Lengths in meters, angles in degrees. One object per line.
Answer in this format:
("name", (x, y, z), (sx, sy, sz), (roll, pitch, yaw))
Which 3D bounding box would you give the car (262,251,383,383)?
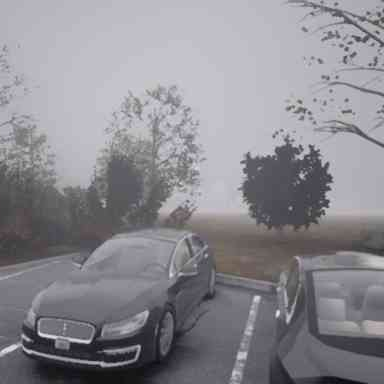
("car", (1.957, 1.485, 4.099), (2.231, 1.521, 4.892), (0, -1, 16))

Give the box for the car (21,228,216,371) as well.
("car", (-0.798, 1.473, 6.081), (2.231, 1.521, 4.892), (1, 0, 16))
